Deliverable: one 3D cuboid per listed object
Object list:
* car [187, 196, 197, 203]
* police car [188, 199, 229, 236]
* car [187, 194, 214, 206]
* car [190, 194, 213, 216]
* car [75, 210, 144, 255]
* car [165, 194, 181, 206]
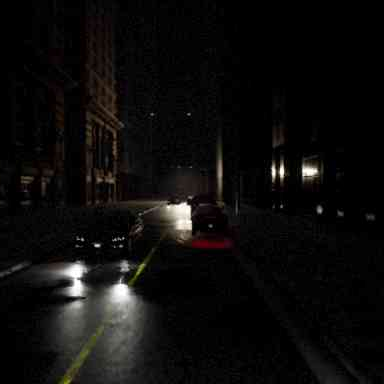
[{"bbox_3d":[0.032,1.518,69.706,2.033,1.411,5.357,0,0,0],"label":"car"},{"bbox_3d":[0.908,1.429,18.713,1.930,1.638,5.238,0,0,0],"label":"police car"},{"bbox_3d":[0.913,1.240,28.633,2.150,2.045,5.566,0,0,0],"label":"car"},{"bbox_3d":[0.916,1.247,34.634,2.150,2.045,5.566,0,0,0],"label":"car"},{"bbox_3d":[-3.094,1.505,13.305,1.837,1.490,4.892,0,0,0],"label":"car"},{"bbox_3d":[-3.030,1.547,55.586,1.837,1.490,4.892,0,0,1],"label":"car"}]
